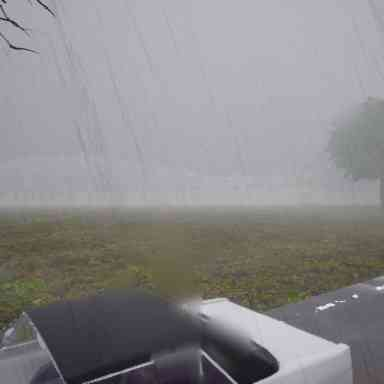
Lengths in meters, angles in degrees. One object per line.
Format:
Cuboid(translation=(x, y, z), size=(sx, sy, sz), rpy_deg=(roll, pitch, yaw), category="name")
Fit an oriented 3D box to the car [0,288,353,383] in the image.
Cuboid(translation=(-0.939, 1.600, 2.401), size=(4.718, 1.301, 1.895), rpy_deg=(0, 0, -36), category="car")
